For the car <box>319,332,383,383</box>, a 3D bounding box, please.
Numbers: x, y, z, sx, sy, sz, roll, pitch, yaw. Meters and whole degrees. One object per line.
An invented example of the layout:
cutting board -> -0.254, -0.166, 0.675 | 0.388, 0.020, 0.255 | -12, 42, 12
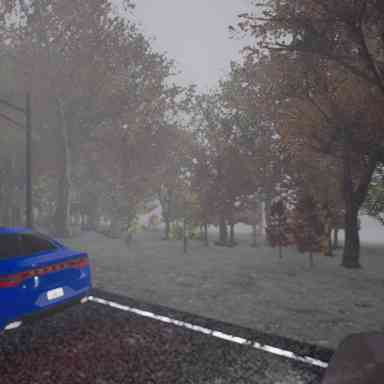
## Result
car -> 3.354, 1.515, 1.533 | 5.357, 1.411, 2.033 | -1, 1, 34

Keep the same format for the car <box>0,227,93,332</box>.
car -> -4.064, 1.444, 6.488 | 5.008, 1.535, 1.882 | -2, 2, 36
